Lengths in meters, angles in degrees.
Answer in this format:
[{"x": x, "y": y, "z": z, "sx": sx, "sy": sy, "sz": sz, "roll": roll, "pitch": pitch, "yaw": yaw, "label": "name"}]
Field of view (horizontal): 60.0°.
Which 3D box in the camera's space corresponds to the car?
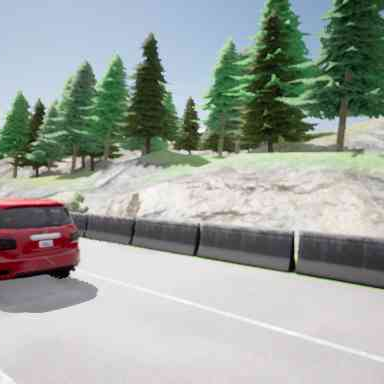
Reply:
[{"x": -5.195, "y": 1.189, "z": 8.929, "sx": 5.566, "sy": 2.045, "sz": 2.150, "roll": 1, "pitch": 0, "yaw": 40, "label": "car"}]
